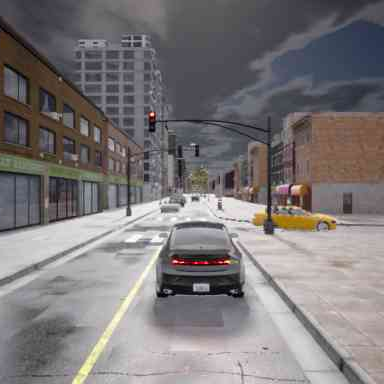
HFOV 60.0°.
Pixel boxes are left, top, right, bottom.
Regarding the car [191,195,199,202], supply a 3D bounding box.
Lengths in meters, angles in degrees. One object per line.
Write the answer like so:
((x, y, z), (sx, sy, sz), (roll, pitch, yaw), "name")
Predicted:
((0.740, 1.466, 75.138), (1.837, 1.490, 4.892), (0, 0, 1), "car")

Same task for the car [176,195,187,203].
((-2.081, 1.467, 68.886), (2.128, 1.511, 4.902), (0, 0, 1), "car")

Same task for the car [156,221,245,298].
((0.176, 1.505, 8.526), (1.837, 1.490, 4.892), (0, 0, 0), "car")

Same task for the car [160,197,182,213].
((-2.490, 1.601, 37.550), (1.895, 1.301, 4.718), (0, 0, 1), "car")

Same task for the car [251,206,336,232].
((6.185, 1.625, 20.476), (5.008, 1.535, 1.882), (2, 1, 10), "car")

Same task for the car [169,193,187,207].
((-2.331, 1.211, 52.500), (2.150, 2.045, 5.566), (0, 0, 1), "car")
